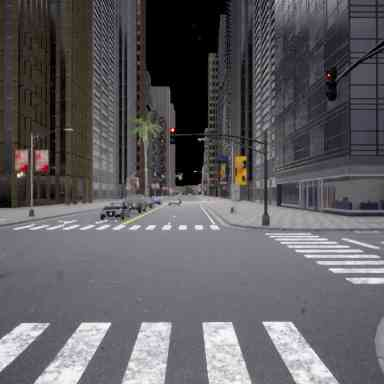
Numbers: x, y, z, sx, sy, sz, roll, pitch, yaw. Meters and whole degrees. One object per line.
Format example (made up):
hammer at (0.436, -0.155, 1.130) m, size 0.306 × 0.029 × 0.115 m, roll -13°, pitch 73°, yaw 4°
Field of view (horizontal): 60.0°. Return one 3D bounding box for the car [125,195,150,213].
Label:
car at (-6.657, 1.314, 38.499) m, size 2.150 × 2.045 × 5.566 m, roll 0°, pitch 0°, yaw 0°

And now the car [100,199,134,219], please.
car at (-6.642, 1.627, 29.175) m, size 1.994 × 1.385 × 4.181 m, roll 0°, pitch 0°, yaw 0°

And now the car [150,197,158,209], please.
car at (-6.664, 1.482, 48.428) m, size 2.097 × 1.767 × 4.553 m, roll 0°, pitch 0°, yaw 0°

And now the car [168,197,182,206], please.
car at (-3.241, 1.781, 59.847) m, size 1.895 × 1.301 × 4.718 m, roll 0°, pitch 0°, yaw 0°

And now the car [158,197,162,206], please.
car at (-6.620, 1.661, 60.537) m, size 1.882 × 1.535 × 5.008 m, roll 0°, pitch 0°, yaw 0°

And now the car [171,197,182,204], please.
car at (-3.255, 1.788, 69.742) m, size 1.994 × 1.385 × 4.181 m, roll 0°, pitch 0°, yaw 0°
